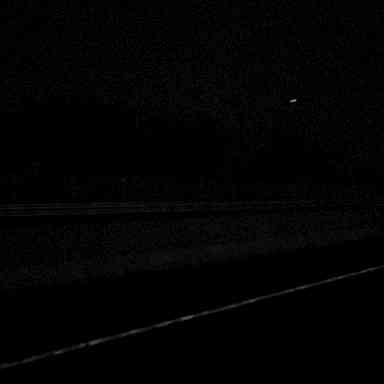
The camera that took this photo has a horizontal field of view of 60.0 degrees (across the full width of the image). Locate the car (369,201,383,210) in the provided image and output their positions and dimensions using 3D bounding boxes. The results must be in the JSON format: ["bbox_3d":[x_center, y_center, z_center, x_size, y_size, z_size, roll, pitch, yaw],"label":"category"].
[{"bbox_3d":[25.091,1.812,43.417,4.718,1.301,1.895,0,0,-35],"label":"car"}]
